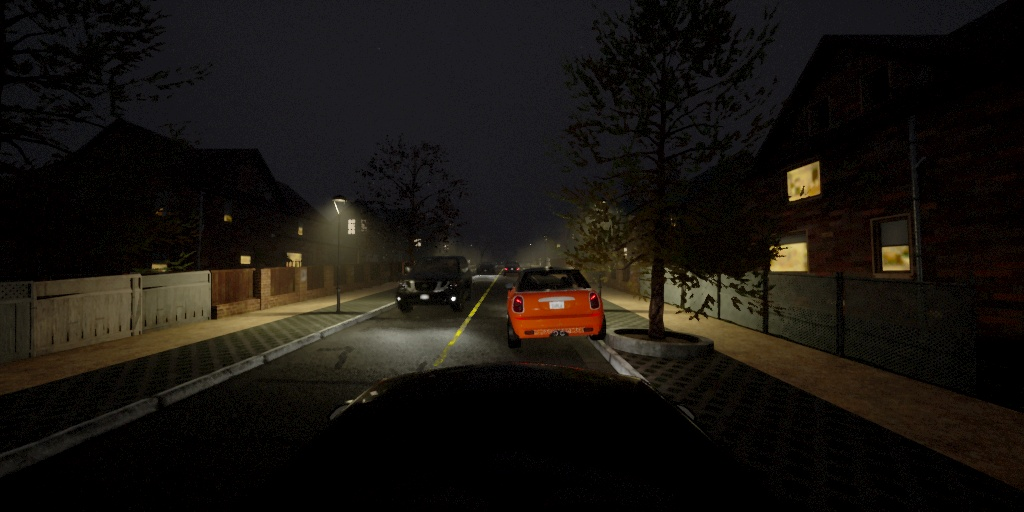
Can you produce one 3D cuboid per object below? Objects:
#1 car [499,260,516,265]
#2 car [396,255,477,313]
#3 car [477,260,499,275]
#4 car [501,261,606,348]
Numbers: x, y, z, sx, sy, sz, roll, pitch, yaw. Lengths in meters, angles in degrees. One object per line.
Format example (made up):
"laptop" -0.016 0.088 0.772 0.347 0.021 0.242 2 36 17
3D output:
"car" 0.023 1.359 38.220 2.033 1.411 5.357 0 0 0
"car" -2.869 0.988 14.517 2.150 2.045 5.566 0 0 0
"car" -2.807 1.379 39.767 1.994 1.385 4.181 0 0 0
"car" 0.911 1.060 9.443 2.097 1.767 4.553 -3 -1 0
